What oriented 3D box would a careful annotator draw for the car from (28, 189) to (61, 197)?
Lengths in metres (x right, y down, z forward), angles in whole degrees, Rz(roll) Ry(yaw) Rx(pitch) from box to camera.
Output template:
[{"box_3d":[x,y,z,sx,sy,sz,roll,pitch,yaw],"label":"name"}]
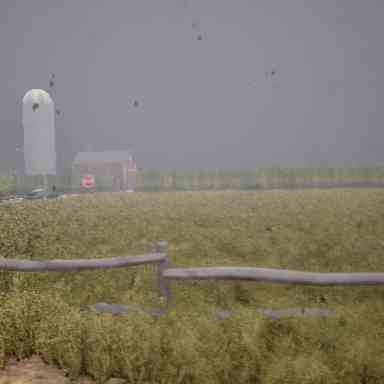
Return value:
[{"box_3d":[-17.775,0.378,40.305,1.837,1.490,4.892,-1,3,9],"label":"car"}]
